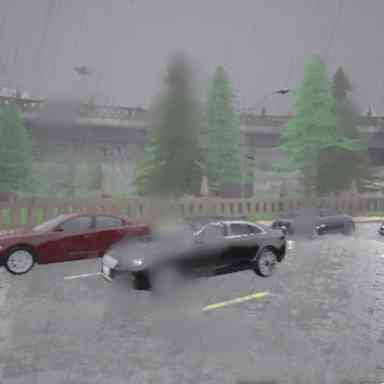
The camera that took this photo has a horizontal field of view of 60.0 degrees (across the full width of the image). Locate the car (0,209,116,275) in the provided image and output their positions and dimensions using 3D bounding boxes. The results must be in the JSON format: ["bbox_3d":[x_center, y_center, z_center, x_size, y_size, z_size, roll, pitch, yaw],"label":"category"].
[{"bbox_3d":[-3.478,1.310,10.022,5.008,1.535,1.882,0,1,-34],"label":"car"}]

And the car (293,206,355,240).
[{"bbox_3d":[5.834,1.392,15.917,4.181,1.385,1.994,0,1,-30],"label":"car"}]

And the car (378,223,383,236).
[{"bbox_3d":[10.884,1.432,14.920,5.357,1.411,2.033,0,1,-25],"label":"car"}]

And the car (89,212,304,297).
[{"bbox_3d":[0.257,1.378,8.316,4.902,1.511,2.128,0,1,-33],"label":"car"}]
